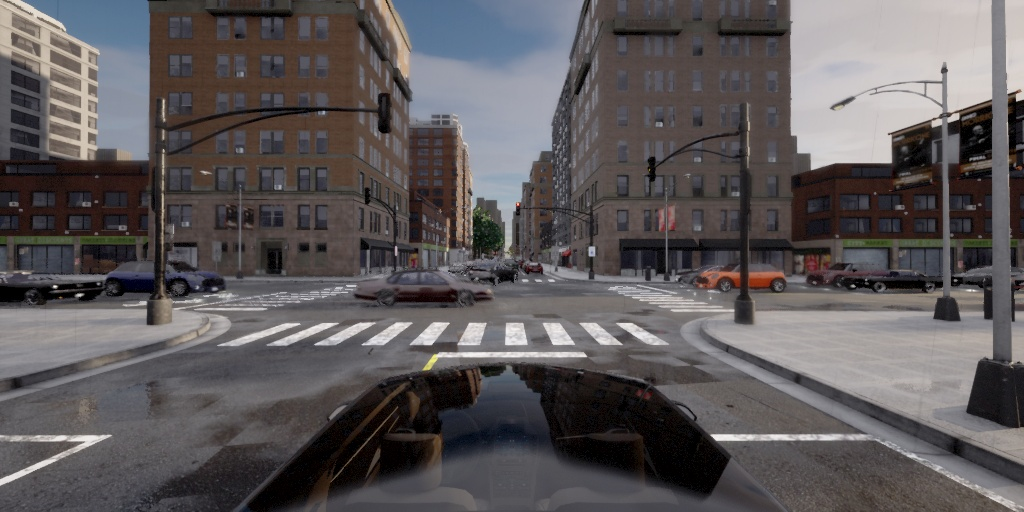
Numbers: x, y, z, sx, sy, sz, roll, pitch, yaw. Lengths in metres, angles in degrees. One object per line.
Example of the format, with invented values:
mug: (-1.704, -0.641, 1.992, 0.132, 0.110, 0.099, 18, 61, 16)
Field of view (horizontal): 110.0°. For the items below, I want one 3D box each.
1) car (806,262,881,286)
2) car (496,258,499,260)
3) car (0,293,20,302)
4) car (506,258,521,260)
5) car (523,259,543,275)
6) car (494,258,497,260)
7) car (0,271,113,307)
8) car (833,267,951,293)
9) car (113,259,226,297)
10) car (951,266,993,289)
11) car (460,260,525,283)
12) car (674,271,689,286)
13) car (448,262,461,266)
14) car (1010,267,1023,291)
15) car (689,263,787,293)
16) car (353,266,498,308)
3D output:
car: (22.885, 1.250, 24.486, 4.553, 1.767, 2.097, 0, 0, -1)
car: (-3.487, 1.321, 57.776, 1.837, 1.490, 4.892, 0, 0, 0)
car: (-5.855, 1.189, 1.486, 1.967, 1.591, 4.097, 0, 0, 0)
car: (-0.226, 1.150, 50.252, 2.097, 1.767, 4.553, 0, 0, -1)
car: (2.461, 1.324, 39.940, 1.888, 1.381, 4.507, 0, 0, -1)
car: (-3.376, 1.340, 47.395, 2.033, 1.411, 5.357, 0, 0, -1)
car: (-19.353, 1.234, 14.204, 4.718, 1.301, 1.895, 0, 0, 0)
car: (22.377, 1.470, 21.232, 4.718, 1.301, 1.895, 0, 0, -1)
car: (-16.727, 1.022, 17.477, 4.553, 1.767, 2.097, 0, 0, 0)
car: (32.769, 1.447, 24.556, 4.892, 1.490, 1.837, 0, 0, 0)
car: (-1.232, 1.253, 25.292, 2.128, 1.511, 4.902, 0, 0, 25)
car: (13.691, 1.348, 24.431, 4.902, 1.511, 2.128, 0, 0, 0)
car: (-6.064, 1.329, 39.847, 2.007, 1.370, 4.403, 0, 0, -1)
car: (32.316, 1.478, 21.303, 4.181, 1.385, 1.994, 0, 0, -1)
car: (13.391, 1.181, 21.163, 4.553, 1.767, 2.097, 0, 0, 0)
car: (-3.397, 1.247, 14.325, 5.357, 1.411, 2.033, 0, 0, -1)
